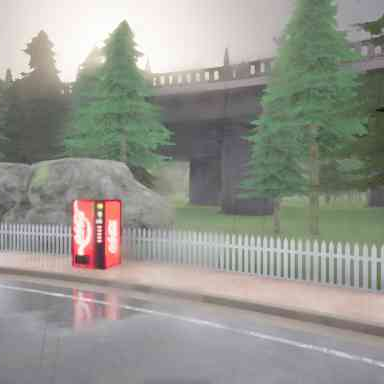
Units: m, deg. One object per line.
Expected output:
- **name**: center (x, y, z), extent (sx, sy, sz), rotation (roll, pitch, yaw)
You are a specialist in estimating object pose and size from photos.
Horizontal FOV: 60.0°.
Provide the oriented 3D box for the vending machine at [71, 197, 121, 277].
- **vending machine**: center (-2.709, 1.195, 9.494), extent (0.880, 2.100, 1.100), rotation (0, 0, 23)
